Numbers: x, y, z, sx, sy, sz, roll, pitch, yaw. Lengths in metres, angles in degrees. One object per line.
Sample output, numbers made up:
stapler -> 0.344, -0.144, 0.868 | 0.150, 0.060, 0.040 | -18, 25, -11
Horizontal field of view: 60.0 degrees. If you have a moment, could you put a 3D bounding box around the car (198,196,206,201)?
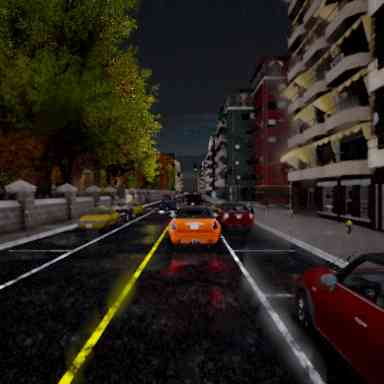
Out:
car -> 2.670, 1.659, 86.842 | 1.887, 1.381, 4.507 | 0, 0, 0

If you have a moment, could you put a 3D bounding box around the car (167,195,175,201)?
car -> -5.712, 1.671, 92.376 | 1.887, 1.381, 4.507 | 0, 0, 0

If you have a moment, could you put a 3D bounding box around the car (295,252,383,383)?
car -> 2.687, 1.442, 4.055 | 1.967, 1.590, 4.097 | 0, 0, 0

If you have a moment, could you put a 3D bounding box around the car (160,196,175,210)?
car -> -3.009, 1.601, 42.889 | 2.033, 1.411, 5.357 | 0, 0, 0

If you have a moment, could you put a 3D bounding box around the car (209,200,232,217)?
car -> 2.681, 1.552, 32.377 | 1.752, 1.417, 4.829 | 0, 0, 0

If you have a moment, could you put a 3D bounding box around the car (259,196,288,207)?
car -> 14.603, 1.652, 59.201 | 5.009, 1.841, 2.192 | 1, -1, 0

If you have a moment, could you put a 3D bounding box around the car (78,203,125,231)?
car -> -5.696, 1.539, 20.773 | 1.752, 1.417, 4.829 | 0, 0, 0

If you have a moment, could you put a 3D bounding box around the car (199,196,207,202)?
car -> 2.671, 1.629, 81.477 | 1.752, 1.417, 4.829 | 0, 0, 0

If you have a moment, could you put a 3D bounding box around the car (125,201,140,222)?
car -> -5.697, 1.570, 26.573 | 2.008, 1.369, 4.403 | 0, 0, 0

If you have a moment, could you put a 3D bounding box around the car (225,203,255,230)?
car -> 2.684, 1.454, 20.945 | 1.967, 1.590, 4.097 | 0, 0, 0

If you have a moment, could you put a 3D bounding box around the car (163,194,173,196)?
car -> -5.709, 1.407, 75.770 | 2.192, 1.841, 5.009 | 0, 0, 0

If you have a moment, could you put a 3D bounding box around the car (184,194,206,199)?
car -> 0.094, 1.249, 33.314 | 2.150, 2.045, 5.566 | 0, 0, 0

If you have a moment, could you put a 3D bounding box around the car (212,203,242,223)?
car -> 2.683, 1.585, 26.575 | 1.947, 1.339, 4.313 | 0, 0, 0

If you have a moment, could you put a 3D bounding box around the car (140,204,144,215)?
car -> -5.699, 1.552, 32.034 | 1.752, 1.417, 4.829 | 0, 0, 0

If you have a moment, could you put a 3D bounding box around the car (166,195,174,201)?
car -> -5.711, 1.555, 86.841 | 1.967, 1.590, 4.097 | 0, 0, 0

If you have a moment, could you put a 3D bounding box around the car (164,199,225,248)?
car -> 0.095, 1.360, 14.852 | 2.097, 1.767, 4.553 | 0, 0, 0
